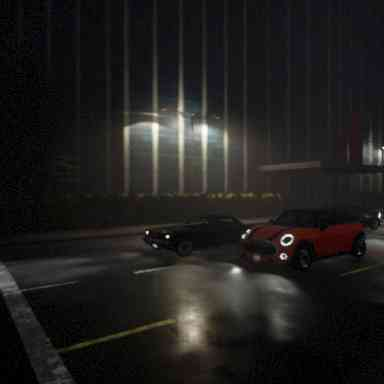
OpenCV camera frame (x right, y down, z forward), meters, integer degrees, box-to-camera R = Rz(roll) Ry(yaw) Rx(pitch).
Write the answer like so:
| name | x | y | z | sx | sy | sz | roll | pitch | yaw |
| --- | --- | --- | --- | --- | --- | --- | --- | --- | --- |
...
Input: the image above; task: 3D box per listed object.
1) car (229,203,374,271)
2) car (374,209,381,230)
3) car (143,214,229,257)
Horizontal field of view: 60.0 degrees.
| name | x | y | z | sx | sy | sz | roll | pitch | yaw |
| --- | --- | --- | --- | --- | --- | --- | --- | --- | --- |
| car | 3.701 | 1.314 | 10.932 | 4.553 | 1.767 | 2.097 | 0 | 0 | -35 |
| car | 8.863 | 1.431 | 18.913 | 4.892 | 1.490 | 1.837 | 0 | 0 | -35 |
| car | 0.513 | 1.568 | 12.958 | 4.718 | 1.301 | 1.895 | 0 | 0 | -35 |
